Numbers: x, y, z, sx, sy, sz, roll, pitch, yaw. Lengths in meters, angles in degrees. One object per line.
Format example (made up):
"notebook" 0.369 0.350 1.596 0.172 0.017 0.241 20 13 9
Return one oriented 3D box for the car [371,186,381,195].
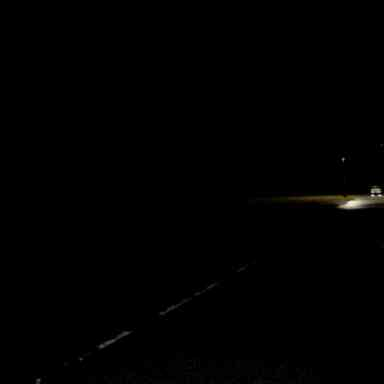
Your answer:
"car" 46.238 -0.375 83.623 2.150 2.045 5.566 -3 0 29
